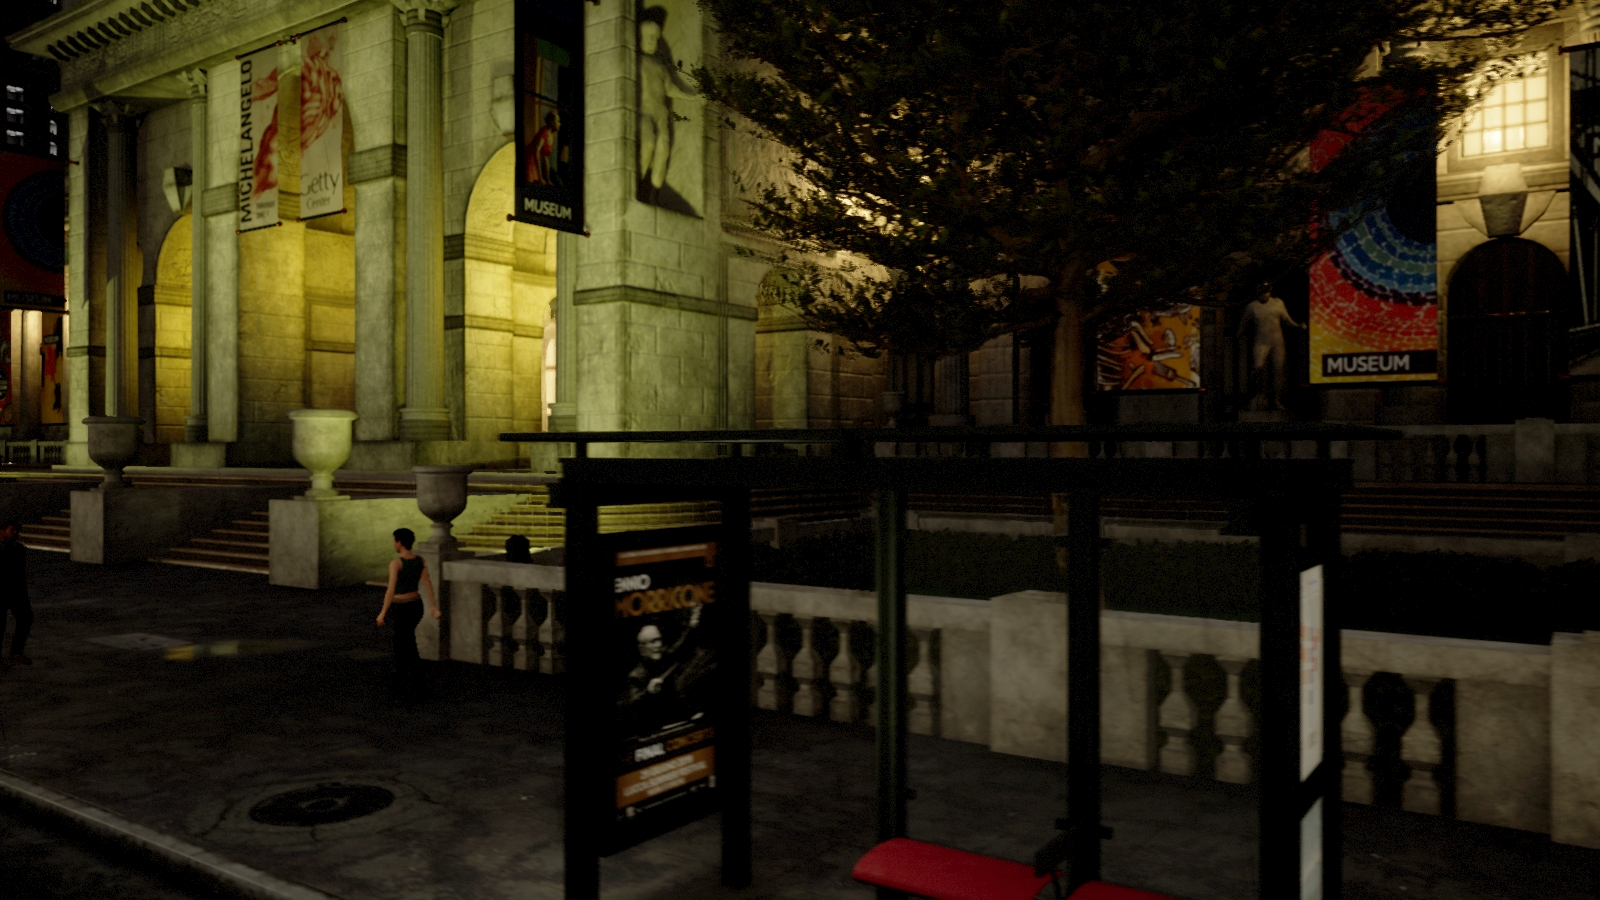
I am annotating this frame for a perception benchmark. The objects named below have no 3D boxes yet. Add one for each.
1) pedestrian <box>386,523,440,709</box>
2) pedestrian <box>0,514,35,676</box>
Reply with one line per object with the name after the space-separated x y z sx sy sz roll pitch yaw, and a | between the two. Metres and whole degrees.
-4.023 1.706 11.888 0.375 1.860 0.375 0 0 26 | pedestrian
-9.433 1.710 13.613 0.375 1.860 0.375 0 0 22 | pedestrian
